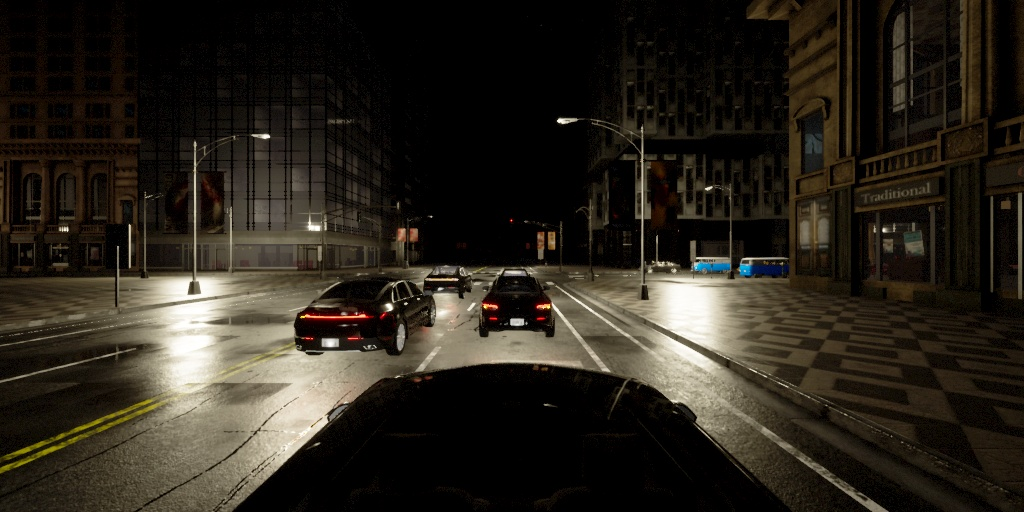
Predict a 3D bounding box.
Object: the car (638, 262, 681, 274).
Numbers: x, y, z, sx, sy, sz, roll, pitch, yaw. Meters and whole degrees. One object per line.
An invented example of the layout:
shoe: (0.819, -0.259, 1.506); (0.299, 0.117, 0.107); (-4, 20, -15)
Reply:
car: (15.981, 1.264, 38.867); (4.403, 1.370, 2.007); (0, 0, 0)

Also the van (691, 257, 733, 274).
van: (21.600, 1.043, 38.827); (3.998, 1.789, 1.690); (0, 0, 0)

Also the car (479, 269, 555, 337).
car: (0.123, 1.276, 10.115); (1.812, 1.442, 4.674); (0, 0, 0)

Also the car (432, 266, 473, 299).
car: (-3.106, 1.241, 18.034); (2.128, 1.511, 4.902); (0, 0, 0)

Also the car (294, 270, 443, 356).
car: (-3.133, 1.255, 8.620); (1.837, 1.490, 4.892); (0, 0, 0)

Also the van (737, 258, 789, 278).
van: (21.540, 1.033, 30.303); (3.998, 1.789, 1.690); (0, 0, 0)

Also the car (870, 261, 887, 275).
car: (32.778, 1.252, 30.223); (4.207, 1.307, 1.802); (0, 0, 0)
